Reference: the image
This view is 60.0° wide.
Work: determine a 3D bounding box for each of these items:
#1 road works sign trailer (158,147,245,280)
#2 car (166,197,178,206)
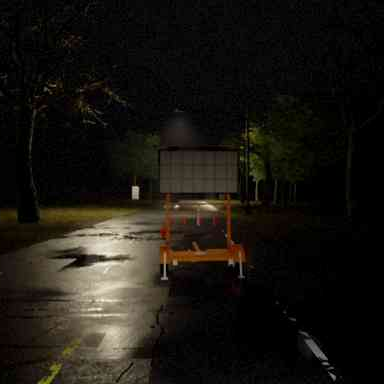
[{"bbox_3d":[0.183,0.462,10.004,2.380,3.560,2.880,0,0,-5],"label":"road works sign trailer"},{"bbox_3d":[-3.447,1.561,58.468,1.882,1.535,5.008,0,0,0],"label":"car"}]
